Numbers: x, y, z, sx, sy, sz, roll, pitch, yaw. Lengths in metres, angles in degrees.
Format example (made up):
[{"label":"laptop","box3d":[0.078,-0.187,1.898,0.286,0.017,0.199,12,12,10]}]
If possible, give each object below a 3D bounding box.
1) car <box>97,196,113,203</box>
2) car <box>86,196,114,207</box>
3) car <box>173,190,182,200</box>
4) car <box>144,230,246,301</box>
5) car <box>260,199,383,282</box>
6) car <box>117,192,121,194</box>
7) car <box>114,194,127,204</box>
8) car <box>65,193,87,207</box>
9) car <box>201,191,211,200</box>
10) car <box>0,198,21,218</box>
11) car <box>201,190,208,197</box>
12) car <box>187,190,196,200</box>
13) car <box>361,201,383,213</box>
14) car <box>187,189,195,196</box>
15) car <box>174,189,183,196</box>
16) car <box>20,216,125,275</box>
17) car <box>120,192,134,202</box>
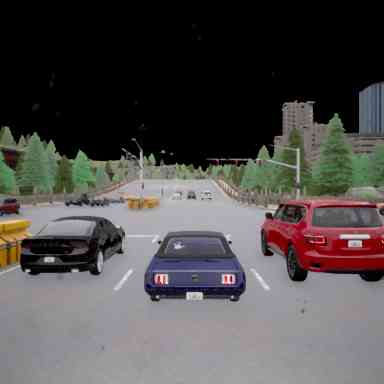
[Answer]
[{"label":"car","box3d":[-17.523,1.581,67.281,1.895,1.301,4.718,0,0,0]},{"label":"car","box3d":[-14.087,1.547,51.285,2.033,1.411,5.357,0,0,0]},{"label":"car","box3d":[-3.597,1.004,81.181,1.812,1.442,4.674,0,4,0]},{"label":"car","box3d":[0.069,1.601,8.255,1.895,1.301,4.718,0,0,0]},{"label":"car","box3d":[3.574,1.221,9.936,2.150,2.045,5.566,0,0,0]},{"label":"car","box3d":[-17.599,0.785,81.424,2.097,1.767,4.553,0,3,0]},{"label":"car","box3d":[-14.058,1.526,62.383,1.812,1.442,4.674,0,0,0]},{"label":"car","box3d":[-17.596,1.221,51.105,2.150,2.045,5.566,0,0,0]},{"label":"car","box3d":[3.410,0.794,79.866,2.150,2.045,5.566,0,3,0]},{"label":"car","box3d":[-17.595,1.352,30.308,2.097,1.767,4.553,0,0,0]},{"label":"car","box3d":[3.353,0.348,90.325,1.895,1.301,4.718,0,7,0]},{"label":"car","box3d":[-0.098,0.834,81.231,2.097,1.767,4.553,0,4,0]},{"label":"car","box3d":[21.141,1.601,35.914,4.718,1.301,1.895,0,0,0]},{"label":"car","box3d":[-0.152,0.163,91.420,2.128,1.511,4.902,0,7,0]},{"label":"car","box3d":[-3.652,0.163,91.402,2.128,1.511,4.902,0,7,0]},{"label":"car","box3d":[-3.420,1.478,10.481,1.882,1.535,5.008,0,0,0]},{"label":"car","box3d":[-14.058,1.321,73.705,1.882,1.535,5.008,0,1,0]}]
